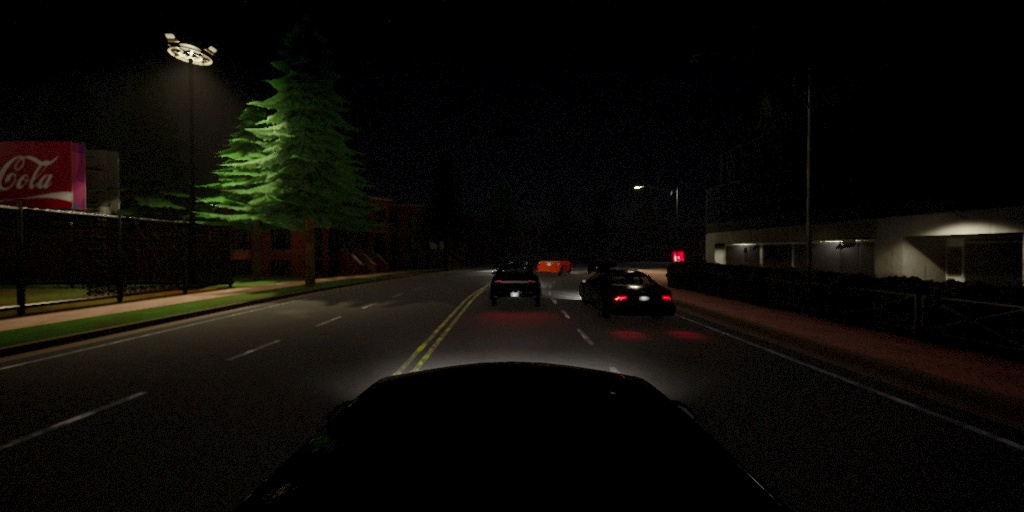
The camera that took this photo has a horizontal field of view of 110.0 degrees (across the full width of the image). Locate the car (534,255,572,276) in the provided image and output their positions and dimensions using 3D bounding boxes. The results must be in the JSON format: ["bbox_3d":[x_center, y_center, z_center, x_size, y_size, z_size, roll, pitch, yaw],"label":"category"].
[{"bbox_3d":[3.811,0.708,31.207,2.097,1.767,4.553,0,1,22],"label":"car"}]

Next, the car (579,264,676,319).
[{"bbox_3d":[3.588,1.158,12.122,2.033,1.411,5.357,0,1,1],"label":"car"}]

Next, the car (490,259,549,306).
[{"bbox_3d":[0.192,1.069,14.619,2.128,1.511,4.902,0,1,2],"label":"car"}]

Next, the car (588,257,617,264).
[{"bbox_3d":[8.374,0.813,32.782,1.882,1.535,5.008,0,1,27],"label":"car"}]

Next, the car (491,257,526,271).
[{"bbox_3d":[-0.322,0.817,38.909,1.994,1.385,4.181,0,1,30],"label":"car"}]

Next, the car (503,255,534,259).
[{"bbox_3d":[1.289,0.664,34.510,2.097,1.767,4.553,0,1,27],"label":"car"}]

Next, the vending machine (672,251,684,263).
[{"bbox_3d":[18.186,0.445,39.287,1.100,2.100,0.880,0,0,45],"label":"vending machine"}]
